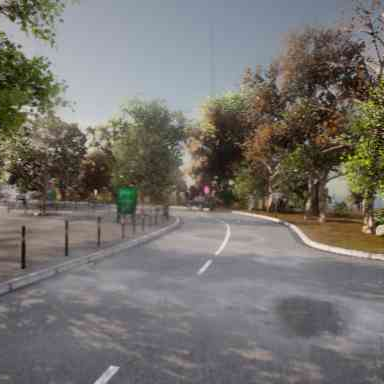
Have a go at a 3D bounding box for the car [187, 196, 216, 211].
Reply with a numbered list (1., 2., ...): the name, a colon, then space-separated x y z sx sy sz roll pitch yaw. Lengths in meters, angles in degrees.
1. car: 1.287 1.632 47.828 2.150 2.045 5.566 2 0 -29

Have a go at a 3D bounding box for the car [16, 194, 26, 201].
1. car: -41.076 1.349 79.953 1.994 1.385 4.181 2 -1 -26
